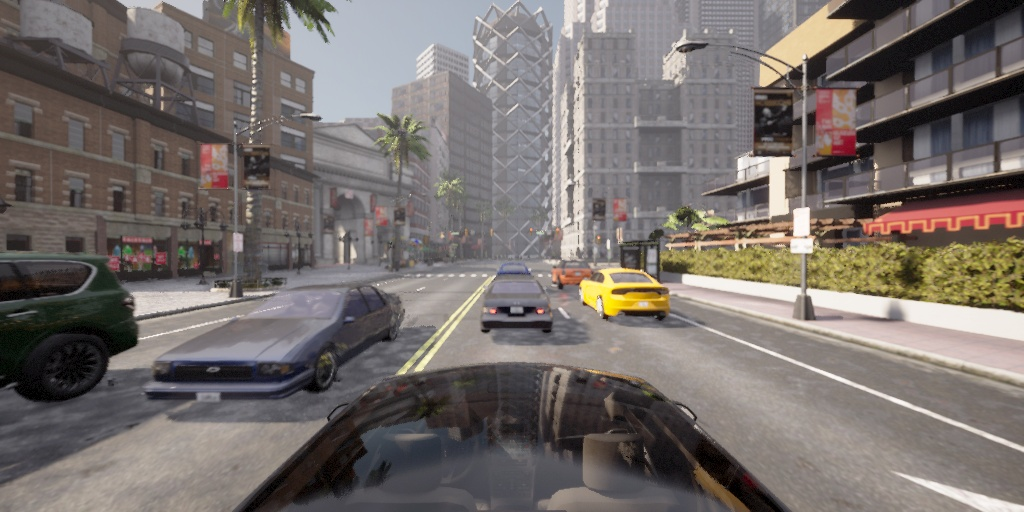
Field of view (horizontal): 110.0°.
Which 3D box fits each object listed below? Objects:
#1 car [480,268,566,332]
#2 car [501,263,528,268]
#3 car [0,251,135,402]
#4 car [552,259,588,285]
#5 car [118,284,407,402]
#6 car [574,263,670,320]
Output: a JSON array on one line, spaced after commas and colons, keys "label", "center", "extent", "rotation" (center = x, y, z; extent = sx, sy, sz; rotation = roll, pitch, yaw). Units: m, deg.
[{"label": "car", "center": [0.106, 1.243, 10.549], "extent": [2.033, 1.411, 5.357], "rotation": [0, 0, 0]}, {"label": "car", "center": [0.111, 1.113, 20.335], "extent": [1.882, 1.535, 5.008], "rotation": [0, 0, 0]}, {"label": "car", "center": [-7.099, 0.961, 3.422], "extent": [2.150, 2.045, 5.566], "rotation": [0, 0, 0]}, {"label": "car", "center": [3.612, 0.979, 21.734], "extent": [2.097, 1.767, 4.553], "rotation": [0, 0, 0]}, {"label": "car", "center": [-3.596, 1.265, 6.908], "extent": [2.033, 1.411, 5.357], "rotation": [0, 0, 0]}, {"label": "car", "center": [3.611, 1.163, 12.324], "extent": [1.882, 1.535, 5.008], "rotation": [0, 0, 0]}]
